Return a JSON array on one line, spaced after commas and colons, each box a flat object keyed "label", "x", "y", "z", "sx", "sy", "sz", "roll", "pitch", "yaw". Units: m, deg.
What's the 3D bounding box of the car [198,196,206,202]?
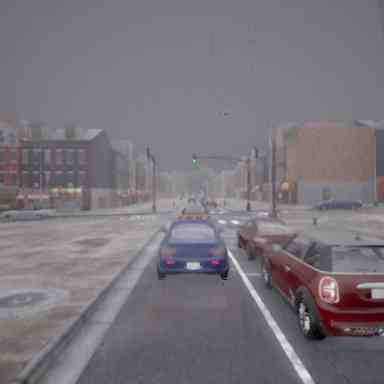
[{"label": "car", "x": 2.635, "y": 1.775, "z": 87.357, "sx": 1.752, "sy": 1.417, "sz": 4.829, "roll": -1, "pitch": 0, "yaw": 0}]

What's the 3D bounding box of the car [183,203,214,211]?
[{"label": "car", "x": 0.240, "y": 1.610, "z": 21.770, "sx": 1.895, "sy": 1.301, "sz": 4.718, "roll": 0, "pitch": 0, "yaw": 2}]

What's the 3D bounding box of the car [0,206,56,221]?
[{"label": "car", "x": -16.022, "y": 2.067, "z": 32.607, "sx": 4.718, "sy": 1.301, "sz": 1.895, "roll": -2, "pitch": 0, "yaw": -2}]

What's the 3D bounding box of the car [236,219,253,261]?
[{"label": "car", "x": 2.634, "y": 1.582, "z": 12.028, "sx": 1.802, "sy": 1.307, "sz": 4.206, "roll": 0, "pitch": 0, "yaw": 0}]

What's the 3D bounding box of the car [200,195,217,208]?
[{"label": "car", "x": 2.633, "y": 1.520, "z": 49.372, "sx": 1.967, "sy": 1.590, "sz": 4.097, "roll": -1, "pitch": 0, "yaw": 0}]

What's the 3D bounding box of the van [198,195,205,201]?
[{"label": "van", "x": 2.633, "y": 1.619, "z": 92.591, "sx": 1.690, "sy": 1.788, "sz": 3.998, "roll": -1, "pitch": 0, "yaw": 0}]

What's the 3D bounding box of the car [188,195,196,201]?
[{"label": "car", "x": 0.006, "y": 1.593, "z": 84.848, "sx": 1.812, "sy": 1.442, "sz": 4.674, "roll": 0, "pitch": 0, "yaw": 0}]

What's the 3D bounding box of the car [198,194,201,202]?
[{"label": "car", "x": 2.632, "y": 1.415, "z": 54.774, "sx": 2.192, "sy": 1.841, "sz": 5.009, "roll": -1, "pitch": 0, "yaw": 0}]

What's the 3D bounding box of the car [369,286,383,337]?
[{"label": "car", "x": 2.634, "y": 1.581, "z": 1.095, "sx": 1.802, "sy": 1.307, "sz": 4.206, "roll": 0, "pitch": 0, "yaw": 0}]

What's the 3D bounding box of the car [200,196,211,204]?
[{"label": "car", "x": 2.633, "y": 1.584, "z": 65.578, "sx": 1.967, "sy": 1.590, "sz": 4.097, "roll": -1, "pitch": 0, "yaw": 0}]

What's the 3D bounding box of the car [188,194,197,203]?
[{"label": "car", "x": 0.005, "y": 1.676, "z": 74.428, "sx": 1.837, "sy": 1.490, "sz": 4.892, "roll": 0, "pitch": 0, "yaw": 0}]

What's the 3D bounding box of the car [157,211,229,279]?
[{"label": "car", "x": 0.018, "y": 1.525, "z": 9.918, "sx": 1.812, "sy": 1.442, "sz": 4.674, "roll": 0, "pitch": 0, "yaw": 0}]

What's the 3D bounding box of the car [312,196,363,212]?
[{"label": "car", "x": 14.145, "y": 1.111, "z": 32.535, "sx": 4.674, "sy": 1.442, "sz": 1.812, "roll": -1, "pitch": 0, "yaw": 2}]

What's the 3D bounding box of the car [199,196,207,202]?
[{"label": "car", "x": 2.635, "y": 1.747, "z": 81.955, "sx": 1.752, "sy": 1.417, "sz": 4.829, "roll": -1, "pitch": 0, "yaw": 0}]

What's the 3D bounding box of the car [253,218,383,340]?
[{"label": "car", "x": 2.634, "y": 1.438, "z": 6.562, "sx": 1.967, "sy": 1.590, "sz": 4.097, "roll": 0, "pitch": 0, "yaw": 0}]
